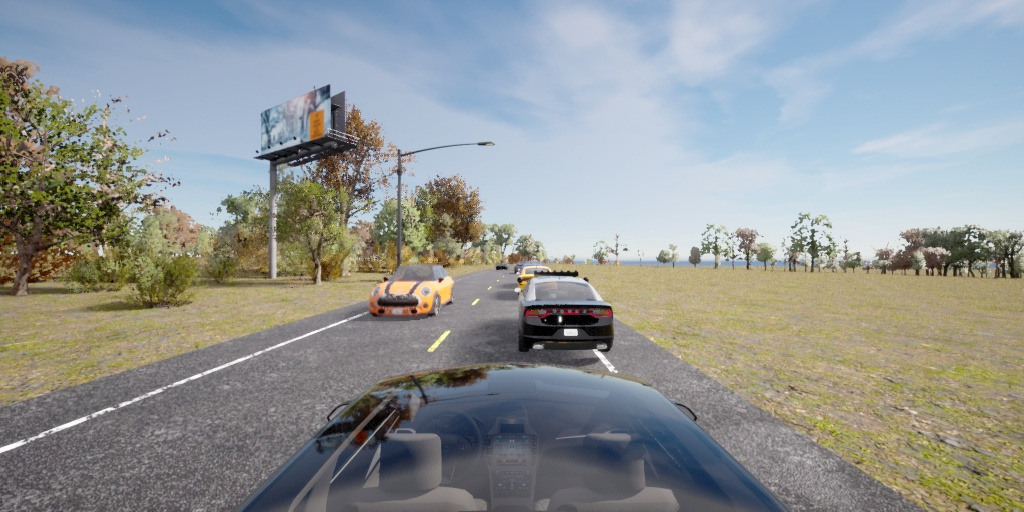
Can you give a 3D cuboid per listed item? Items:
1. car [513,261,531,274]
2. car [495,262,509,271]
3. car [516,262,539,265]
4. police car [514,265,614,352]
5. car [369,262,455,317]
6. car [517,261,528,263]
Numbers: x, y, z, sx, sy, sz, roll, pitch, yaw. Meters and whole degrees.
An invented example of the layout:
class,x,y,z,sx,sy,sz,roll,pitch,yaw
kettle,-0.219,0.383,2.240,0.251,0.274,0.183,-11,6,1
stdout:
class,x,y,z,sx,sy,sz,roll,pitch,yaw
car,1.326,1.465,45.966,2.128,1.511,4.902,0,0,4
car,-1.503,1.667,56.598,1.895,1.301,4.718,0,-1,4
car,1.259,1.266,18.924,1.882,1.535,5.008,0,0,1
police car,1.092,1.183,9.068,1.930,1.638,5.238,0,0,1
car,-3.477,1.121,13.232,2.097,1.767,4.553,0,0,1
car,1.421,1.295,24.902,1.882,1.535,5.008,0,0,2
